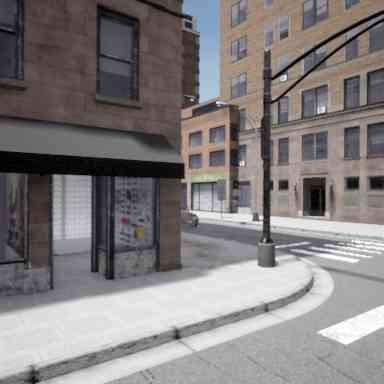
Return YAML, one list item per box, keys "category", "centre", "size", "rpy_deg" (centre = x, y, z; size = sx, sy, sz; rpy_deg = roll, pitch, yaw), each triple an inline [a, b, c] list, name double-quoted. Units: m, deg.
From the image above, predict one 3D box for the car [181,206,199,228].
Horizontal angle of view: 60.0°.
- category: "car"
  centre: [-1.433, 1.425, 21.073]
  size: [1.812, 1.442, 4.674]
  rpy_deg: [0, 0, -35]
